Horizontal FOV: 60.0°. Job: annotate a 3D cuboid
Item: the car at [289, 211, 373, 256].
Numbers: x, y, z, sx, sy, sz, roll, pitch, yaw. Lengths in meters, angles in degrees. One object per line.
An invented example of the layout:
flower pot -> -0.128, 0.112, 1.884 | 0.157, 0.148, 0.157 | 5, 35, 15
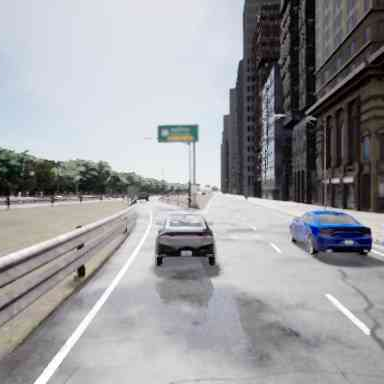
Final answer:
car -> 5.209, 1.469, 13.147 | 1.882, 1.535, 5.008 | 0, 0, 4

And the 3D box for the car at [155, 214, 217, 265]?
car -> -0.261, 1.502, 11.712 | 2.128, 1.511, 4.902 | 0, 0, -3

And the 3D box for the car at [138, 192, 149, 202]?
car -> -10.544, 1.029, 72.495 | 2.150, 2.045, 5.566 | 0, 0, -12
